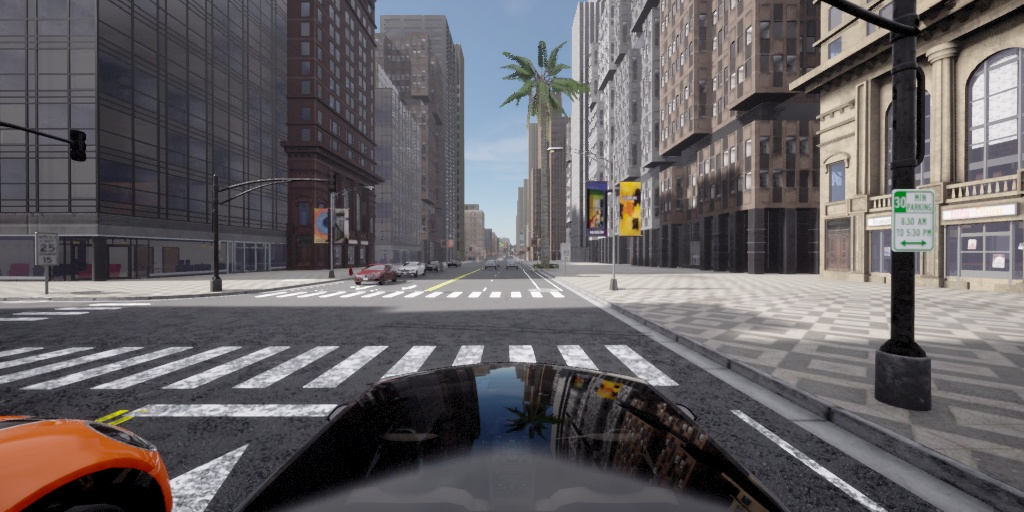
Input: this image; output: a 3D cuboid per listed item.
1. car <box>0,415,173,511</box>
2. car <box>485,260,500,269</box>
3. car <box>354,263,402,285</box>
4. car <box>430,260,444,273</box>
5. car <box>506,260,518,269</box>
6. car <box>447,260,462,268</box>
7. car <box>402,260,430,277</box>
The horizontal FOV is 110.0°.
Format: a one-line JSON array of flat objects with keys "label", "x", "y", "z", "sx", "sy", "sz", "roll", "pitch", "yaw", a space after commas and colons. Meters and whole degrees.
[{"label": "car", "x": -3.150, "y": 1.102, "z": 0.298, "sx": 2.097, "sy": 1.767, "sz": 4.553, "roll": 0, "pitch": 0, "yaw": 0}, {"label": "car", "x": -3.239, "y": 1.335, "z": 55.777, "sx": 2.033, "sy": 1.411, "sz": 5.357, "roll": 0, "pitch": 0, "yaw": 0}, {"label": "car", "x": -9.847, "y": 1.281, "z": 26.317, "sx": 1.812, "sy": 1.442, "sz": 4.674, "roll": 0, "pitch": 0, "yaw": -1}, {"label": "car", "x": -9.839, "y": 1.274, "z": 45.224, "sx": 1.837, "sy": 1.490, "sz": 4.892, "roll": 0, "pitch": 0, "yaw": 0}, {"label": "car", "x": 0.011, "y": 1.335, "z": 55.777, "sx": 2.033, "sy": 1.411, "sz": 5.357, "roll": 0, "pitch": 0, "yaw": 0}, {"label": "car", "x": -9.738, "y": 1.398, "z": 60.706, "sx": 1.895, "sy": 1.301, "sz": 4.718, "roll": 0, "pitch": 0, "yaw": 0}, {"label": "car", "x": -9.841, "y": 1.286, "z": 35.308, "sx": 1.812, "sy": 1.442, "sz": 4.674, "roll": 0, "pitch": 0, "yaw": 0}]
